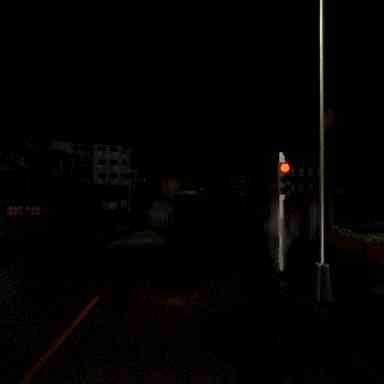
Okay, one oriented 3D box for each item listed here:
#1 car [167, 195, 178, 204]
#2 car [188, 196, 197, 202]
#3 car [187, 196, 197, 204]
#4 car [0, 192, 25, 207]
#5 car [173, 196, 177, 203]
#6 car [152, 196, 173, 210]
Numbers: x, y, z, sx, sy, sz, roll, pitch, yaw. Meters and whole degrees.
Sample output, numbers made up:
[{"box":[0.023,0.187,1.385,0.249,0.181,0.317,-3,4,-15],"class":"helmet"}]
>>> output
[{"box":[-3.946,1.477,66.763,1.882,1.535,5.008,0,0,1],"class":"car"},{"box":[0.095,1.583,76.796,1.895,1.301,4.718,0,0,0],"class":"car"},{"box":[0.082,1.547,66.201,2.033,1.411,5.357,0,0,0],"class":"car"},{"box":[-19.715,0.985,35.000,1.905,1.878,3.866,0,0,35],"class":"car"},{"box":[-4.028,1.491,53.049,2.128,1.511,4.902,0,0,0],"class":"car"},{"box":[-4.047,1.491,43.086,2.128,1.511,4.902,0,0,0],"class":"car"}]
